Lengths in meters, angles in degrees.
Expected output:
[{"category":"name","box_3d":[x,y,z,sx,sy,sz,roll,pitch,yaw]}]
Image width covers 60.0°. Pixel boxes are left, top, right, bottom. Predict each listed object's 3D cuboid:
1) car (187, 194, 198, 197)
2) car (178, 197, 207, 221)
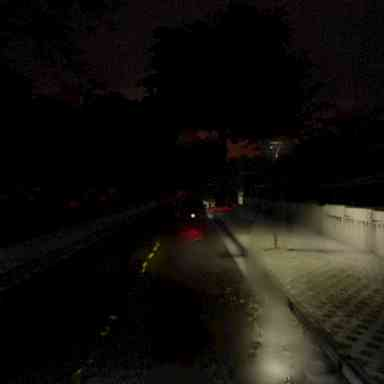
[{"category":"car","box_3d":[0.054,1.089,41.198,2.097,1.767,4.553,0,0,0]},{"category":"car","box_3d":[0.073,1.329,24.889,1.837,1.490,4.892,0,0,0]}]
